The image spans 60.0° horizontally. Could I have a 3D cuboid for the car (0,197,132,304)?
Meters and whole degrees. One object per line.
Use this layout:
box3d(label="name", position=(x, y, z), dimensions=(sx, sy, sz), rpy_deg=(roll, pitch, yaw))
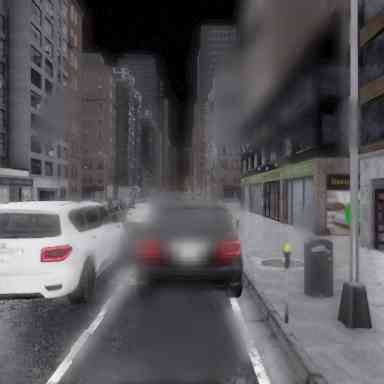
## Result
box3d(label="car", position=(-3.145, 1.223, 8.262), dimensions=(2.150, 2.045, 5.566), rpy_deg=(0, 0, 0))

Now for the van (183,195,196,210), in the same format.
box3d(label="van", position=(-0.287, 1.343, 43.983), dimensions=(1.690, 1.788, 3.998), rpy_deg=(0, 0, 0))

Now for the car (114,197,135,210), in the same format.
box3d(label="car", position=(-8.813, 1.442, 43.978), dimensions=(1.967, 1.590, 4.097), rpy_deg=(0, 0, 0))

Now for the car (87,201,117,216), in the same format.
box3d(label="car", position=(-8.813, 1.583, 32.928), dimensions=(1.802, 1.307, 4.206), rpy_deg=(0, 0, 0))

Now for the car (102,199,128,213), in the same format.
box3d(label="car", position=(-8.813, 1.567, 38.453), dimensions=(1.947, 1.339, 4.313), rpy_deg=(0, 0, 0))

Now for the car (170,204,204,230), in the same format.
box3d(label="car", position=(-0.287, 1.551, 21.888), dimensions=(2.008, 1.369, 4.403), rpy_deg=(0, 0, 0))

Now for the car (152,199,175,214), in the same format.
box3d(label="car", position=(-3.080, 1.549, 37.194), dimensions=(2.033, 1.411, 5.357), rpy_deg=(0, 0, 0))

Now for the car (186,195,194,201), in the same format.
box3d(label="car", position=(-0.572, 1.470, 87.873), dimensions=(1.967, 1.590, 4.097), rpy_deg=(0, 0, -1))

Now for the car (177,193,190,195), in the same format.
box3d(label="car", position=(-0.287, 1.316, 38.459), dimensions=(2.192, 1.841, 5.009), rpy_deg=(0, 0, 0))

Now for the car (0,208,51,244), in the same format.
box3d(label="car", position=(-8.813, 1.566, 16.352), dimensions=(1.947, 1.339, 4.313), rpy_deg=(0, 0, 0))

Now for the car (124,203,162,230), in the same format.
box3d(label="car", position=(-3.084, 1.526, 21.977), dimensions=(1.812, 1.442, 4.674), rpy_deg=(0, 0, 0))

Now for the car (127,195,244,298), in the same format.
box3d(label="car", position=(-0.039, 1.228, 8.680), dimensions=(2.150, 2.045, 5.566), rpy_deg=(0, 0, 0))
